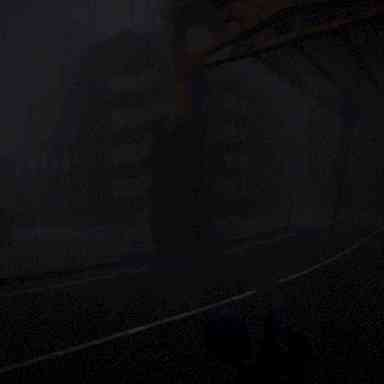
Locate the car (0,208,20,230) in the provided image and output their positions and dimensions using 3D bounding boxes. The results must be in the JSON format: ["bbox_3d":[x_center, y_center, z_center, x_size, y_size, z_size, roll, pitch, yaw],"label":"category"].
[{"bbox_3d":[-15.727,2.095,25.560,1.851,1.617,3.988,-1,-1,37],"label":"car"}]

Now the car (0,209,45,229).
[{"bbox_3d":[-13.392,2.060,23.672,2.033,1.415,5.357,-1,0,37],"label":"car"}]
